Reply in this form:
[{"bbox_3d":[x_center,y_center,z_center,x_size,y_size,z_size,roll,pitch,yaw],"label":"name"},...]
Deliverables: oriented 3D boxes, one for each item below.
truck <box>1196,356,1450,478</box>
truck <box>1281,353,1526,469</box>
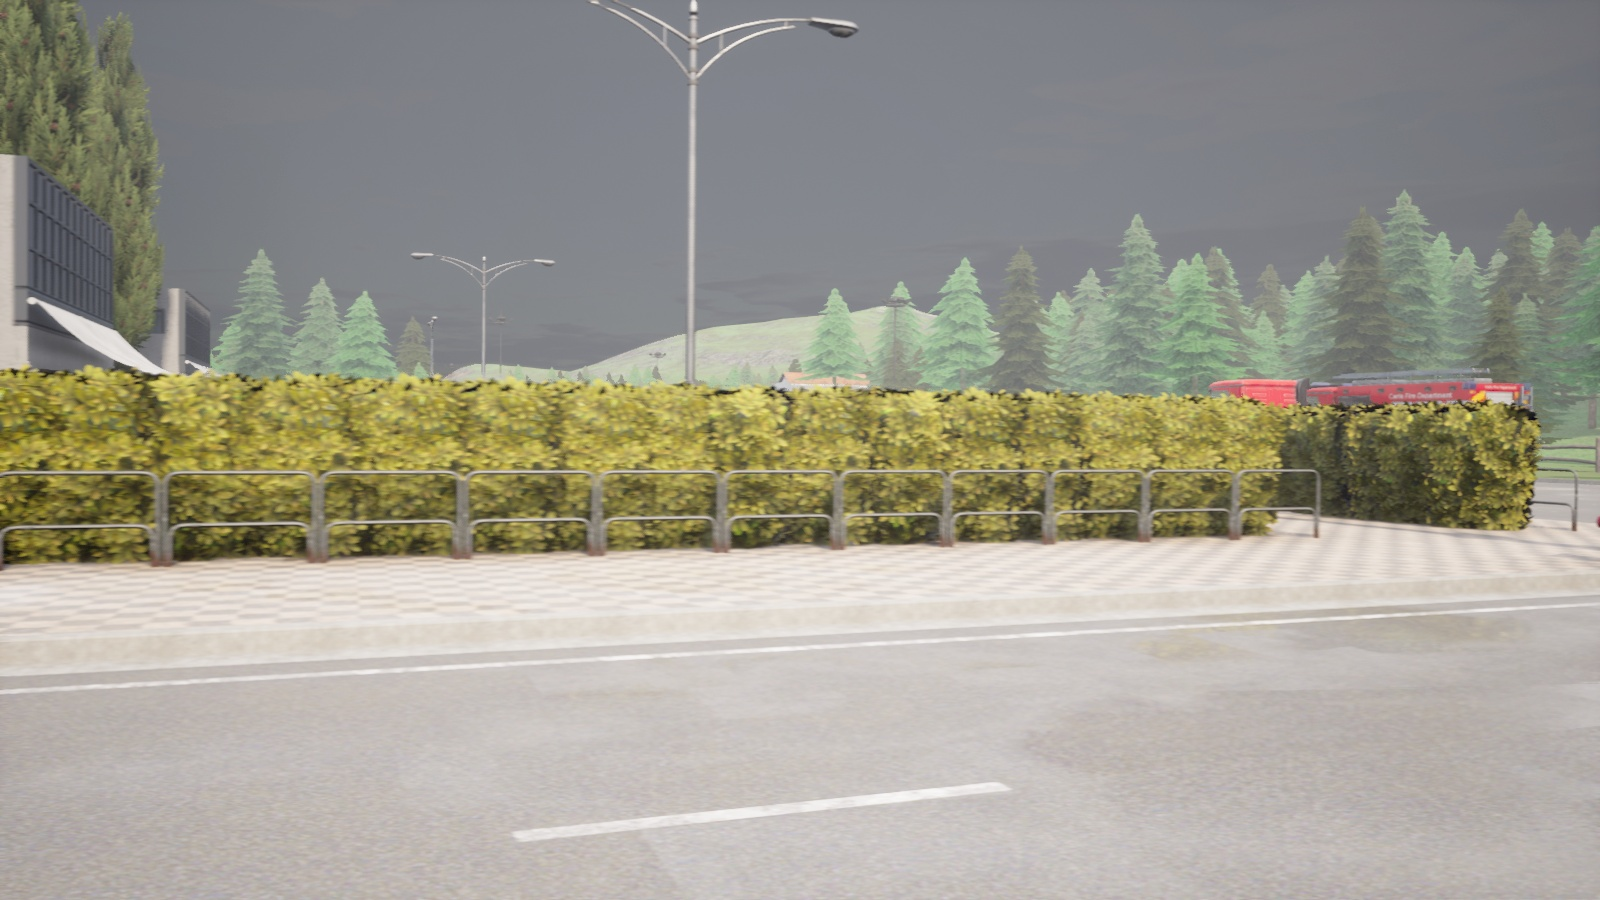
[{"bbox_3d":[16.354,-1.014,40.052,2.891,3.462,7.936,-1,1,-20],"label":"truck"},{"bbox_3d":[21.698,-1.349,45.846,2.891,3.827,8.468,-1,1,-20],"label":"truck"}]
